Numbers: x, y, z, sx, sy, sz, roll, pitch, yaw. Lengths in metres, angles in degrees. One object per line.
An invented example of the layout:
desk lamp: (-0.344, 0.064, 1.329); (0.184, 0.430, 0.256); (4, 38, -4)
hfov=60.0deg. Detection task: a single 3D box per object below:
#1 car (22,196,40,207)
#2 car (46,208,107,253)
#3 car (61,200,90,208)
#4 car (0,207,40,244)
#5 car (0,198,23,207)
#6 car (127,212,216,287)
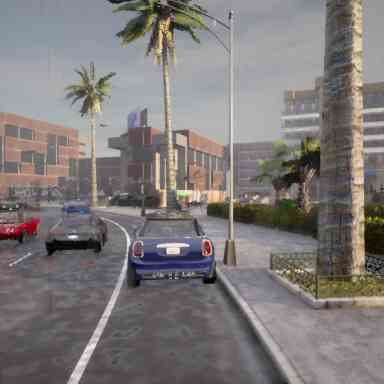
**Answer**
car: (-20.798, 1.475, 41.596); (4.902, 1.511, 2.128); (0, 0, 40)
car: (-4.602, 1.561, 13.708); (1.994, 1.385, 4.181); (0, 0, -11)
car: (-10.125, 1.470, 28.713); (1.882, 1.535, 5.008); (0, 0, -29)
car: (-8.486, 1.594, 15.557); (1.895, 1.301, 4.718); (0, 0, -14)
car: (-21.134, 1.584, 37.383); (4.718, 1.301, 1.895); (0, 0, 44)
car: (-0.703, 1.352, 9.627); (2.097, 1.767, 4.553); (0, 0, -7)
